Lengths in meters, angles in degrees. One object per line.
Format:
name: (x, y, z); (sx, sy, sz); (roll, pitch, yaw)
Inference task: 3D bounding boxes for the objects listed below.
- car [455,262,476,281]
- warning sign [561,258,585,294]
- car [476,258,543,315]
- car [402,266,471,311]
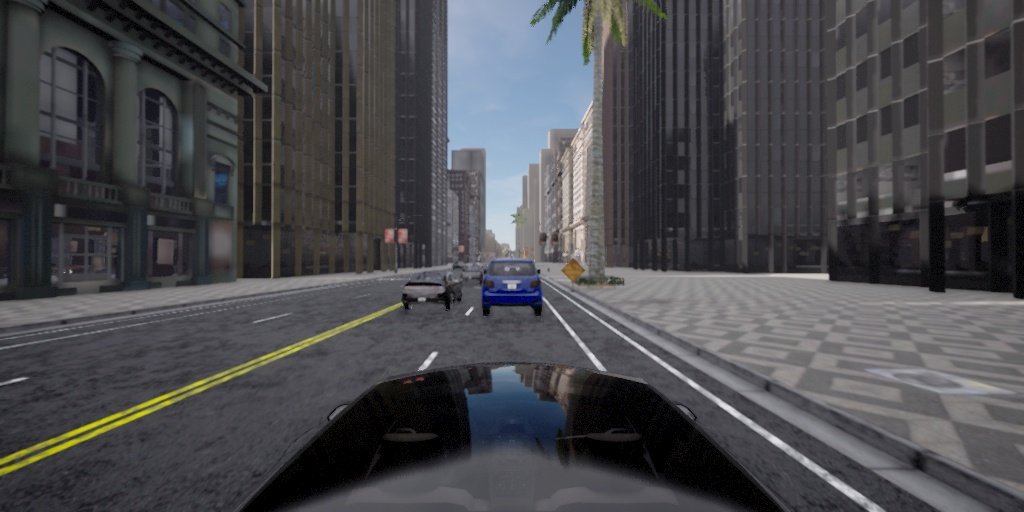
car: (-3.235, 1.528, 30.361); (2.128, 1.511, 4.902); (0, 0, 0)
warning sign: (3.225, 1.038, 18.984); (1.300, 1.860, 1.060); (0, 0, 0)
car: (0.008, 1.102, 14.436); (2.150, 2.045, 5.566); (0, 0, 0)
car: (-3.234, 1.379, 15.360); (2.128, 1.511, 4.902); (0, 0, 0)
